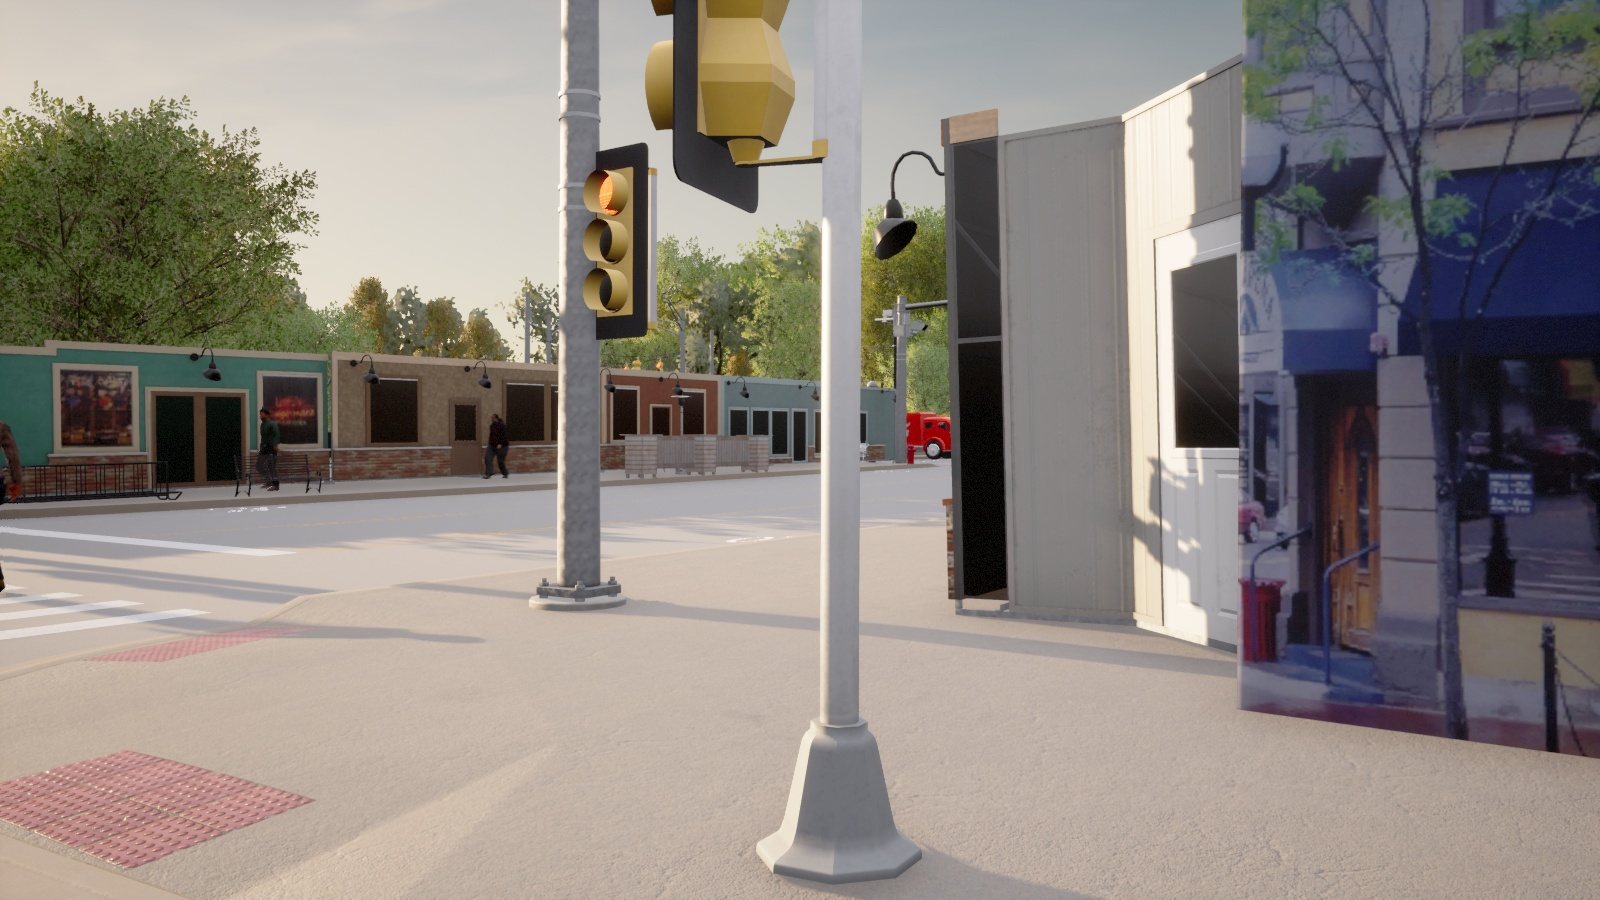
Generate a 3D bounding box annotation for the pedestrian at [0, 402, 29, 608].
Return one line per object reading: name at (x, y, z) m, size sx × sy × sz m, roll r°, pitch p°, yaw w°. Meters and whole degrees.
pedestrian at (-7.310, 0.480, 11.271) m, size 0.869 × 1.805 × 0.328 m, roll 0°, pitch 1°, yaw 36°

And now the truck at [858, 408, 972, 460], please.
truck at (6.027, -0.826, 65.673) m, size 5.204 × 2.467 × 2.627 m, roll -3°, pitch 0°, yaw 29°

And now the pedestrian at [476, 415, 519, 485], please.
pedestrian at (-8.052, -0.004, 33.414) m, size 0.634 × 1.844 × 0.899 m, roll 0°, pitch 1°, yaw 32°

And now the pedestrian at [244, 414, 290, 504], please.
pedestrian at (-11.652, 0.187, 27.459) m, size 0.423 × 1.949 × 0.788 m, roll 0°, pitch 1°, yaw 36°
